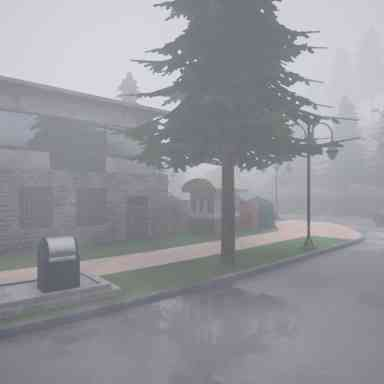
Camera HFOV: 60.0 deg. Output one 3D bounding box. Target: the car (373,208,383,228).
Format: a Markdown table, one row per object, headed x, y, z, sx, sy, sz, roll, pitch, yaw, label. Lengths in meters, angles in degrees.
| x | y | z | sx | sy | sz | roll | pitch | yaw | label |
| --- | --- | --- | --- | --- | --- | --- | --- | --- | --- |
| 12.283 | 1.440 | 18.592 | 1.812 | 1.442 | 4.674 | 1 | 0 | -10 | car |
